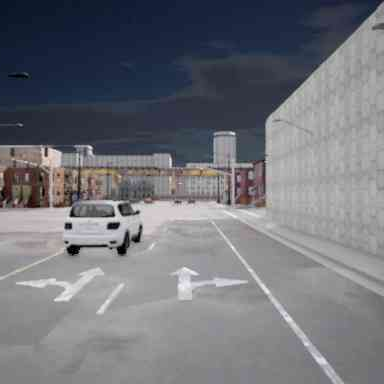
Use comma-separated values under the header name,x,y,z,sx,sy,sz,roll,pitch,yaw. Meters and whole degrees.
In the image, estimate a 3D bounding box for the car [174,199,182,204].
name,x,y,z,sx,sy,sz,roll,pitch,yaw
car,-3.567,2.372,83.953,1.895,1.301,4.718,0,-1,0

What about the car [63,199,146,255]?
name,x,y,z,sx,sy,sz,roll,pitch,yaw
car,-3.510,1.350,14.016,2.150,2.045,5.566,0,0,0

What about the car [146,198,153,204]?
name,x,y,z,sx,sy,sz,roll,pitch,yaw
car,-10.565,2.246,81.410,1.882,1.535,5.008,0,-1,0

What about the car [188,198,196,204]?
name,x,y,z,sx,sy,sz,roll,pitch,yaw
car,-0.067,2.296,83.931,1.812,1.442,4.674,0,-1,0

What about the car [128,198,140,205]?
name,x,y,z,sx,sy,sz,roll,pitch,yaw
car,-14.065,2.298,81.197,2.033,1.411,5.357,0,-1,0
